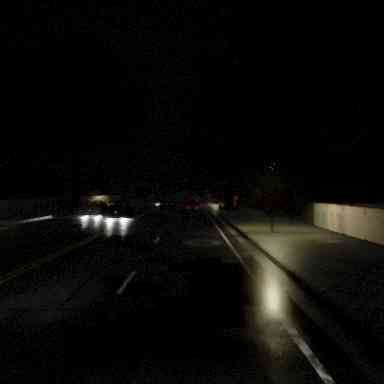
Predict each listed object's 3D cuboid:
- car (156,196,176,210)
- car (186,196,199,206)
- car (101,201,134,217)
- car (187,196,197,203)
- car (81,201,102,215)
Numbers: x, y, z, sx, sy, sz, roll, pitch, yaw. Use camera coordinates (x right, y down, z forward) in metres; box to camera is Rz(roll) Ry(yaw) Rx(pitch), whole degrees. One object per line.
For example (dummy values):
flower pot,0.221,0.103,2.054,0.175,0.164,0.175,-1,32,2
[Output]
car,-3.172,1.561,44.275,2.033,1.411,5.357,0,0,0
car,0.071,1.550,56.739,1.812,1.442,4.674,0,0,0
car,-6.607,1.569,30.815,1.994,1.385,4.181,0,0,0
car,-0.037,1.560,72.340,2.128,1.511,4.902,0,0,0
car,-9.857,1.570,34.149,1.994,1.385,4.181,0,0,0
